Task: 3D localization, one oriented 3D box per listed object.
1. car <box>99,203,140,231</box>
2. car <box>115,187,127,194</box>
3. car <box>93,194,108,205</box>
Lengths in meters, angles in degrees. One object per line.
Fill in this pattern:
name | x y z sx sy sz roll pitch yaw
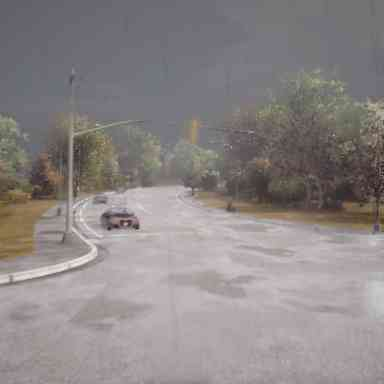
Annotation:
car | -4.769 1.709 21.815 1.994 1.385 4.181 1 0 -24
car | -15.323 -0.396 71.589 1.994 1.385 4.181 1 3 -1
car | -12.603 0.943 46.028 2.033 1.411 5.357 1 3 -12
